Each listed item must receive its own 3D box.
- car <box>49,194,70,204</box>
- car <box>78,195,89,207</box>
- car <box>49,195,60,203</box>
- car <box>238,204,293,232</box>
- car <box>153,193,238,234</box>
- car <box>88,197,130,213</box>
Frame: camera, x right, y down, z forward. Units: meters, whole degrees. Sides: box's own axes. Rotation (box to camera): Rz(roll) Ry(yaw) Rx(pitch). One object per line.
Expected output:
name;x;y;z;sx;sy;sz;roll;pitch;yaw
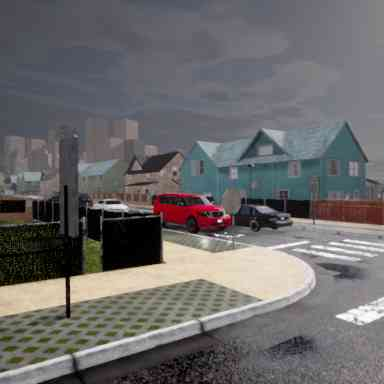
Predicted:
car;-20.627;1.118;51.770;1.994;1.385;4.181;-1;1;-36
car;-14.663;1.136;43.803;1.837;1.490;4.892;-1;1;-37
car;-16.550;1.183;41.517;1.837;1.490;4.892;-1;0;-36
car;3.241;1.417;19.402;2.033;1.411;5.357;-1;1;-36
car;-0.214;1.116;19.278;2.150;2.045;5.566;-1;1;-36
car;-7.009;1.329;28.480;1.812;1.442;4.674;-1;1;-36
